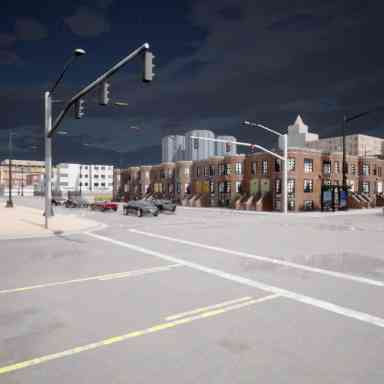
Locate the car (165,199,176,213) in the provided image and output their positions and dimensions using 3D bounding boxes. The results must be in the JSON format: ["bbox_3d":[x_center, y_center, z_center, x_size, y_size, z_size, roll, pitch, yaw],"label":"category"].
[{"bbox_3d":[-3.536,1.491,35.706,2.128,1.511,4.902,0,0,-35],"label":"car"}]

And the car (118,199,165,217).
[{"bbox_3d":[-4.866,1.505,31.318,1.837,1.490,4.892,0,0,-36],"label":"car"}]

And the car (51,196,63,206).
[{"bbox_3d":[-22.298,1.492,55.551,2.128,1.511,4.902,0,0,-35],"label":"car"}]

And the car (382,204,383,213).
[{"bbox_3d":[20.214,1.222,31.415,5.566,2.045,2.150,0,0,-36],"label":"car"}]

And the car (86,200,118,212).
[{"bbox_3d":[-10.331,1.601,38.889,1.895,1.301,4.718,0,0,-36],"label":"car"}]

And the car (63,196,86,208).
[{"bbox_3d":[-16.277,1.352,47.138,2.097,1.767,4.553,0,0,-36],"label":"car"}]
